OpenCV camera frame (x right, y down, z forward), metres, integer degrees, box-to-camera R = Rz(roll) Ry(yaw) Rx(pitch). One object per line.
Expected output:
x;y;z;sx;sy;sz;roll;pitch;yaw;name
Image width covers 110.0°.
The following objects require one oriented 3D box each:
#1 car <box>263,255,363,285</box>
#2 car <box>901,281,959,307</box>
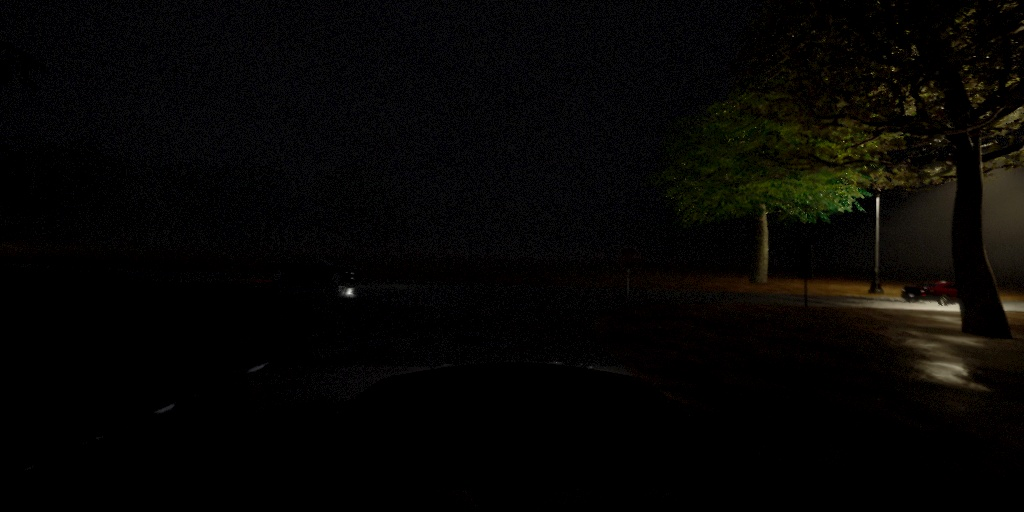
-10.966;0.721;19.986;5.008;1.535;1.882;3;-1;-3;car
26.334;2.279;21.673;4.674;1.442;1.812;2;-1;-3;car
